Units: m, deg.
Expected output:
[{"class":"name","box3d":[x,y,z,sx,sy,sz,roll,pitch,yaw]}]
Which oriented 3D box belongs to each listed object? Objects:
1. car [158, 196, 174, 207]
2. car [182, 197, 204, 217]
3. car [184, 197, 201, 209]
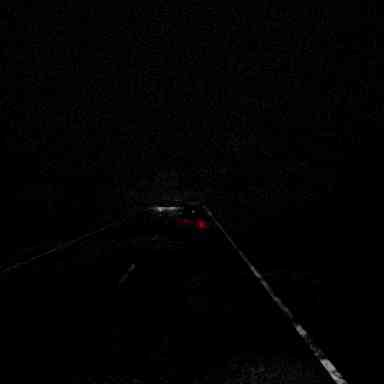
[{"class":"car","box3d":[-3.580,1.332,47.216,1.812,1.442,4.674,0,0,0]},{"class":"car","box3d":[0.098,1.408,29.262,1.812,1.442,4.674,0,0,0]},{"class":"car","box3d":[0.048,1.373,42.698,2.033,1.411,5.357,0,0,0]}]
